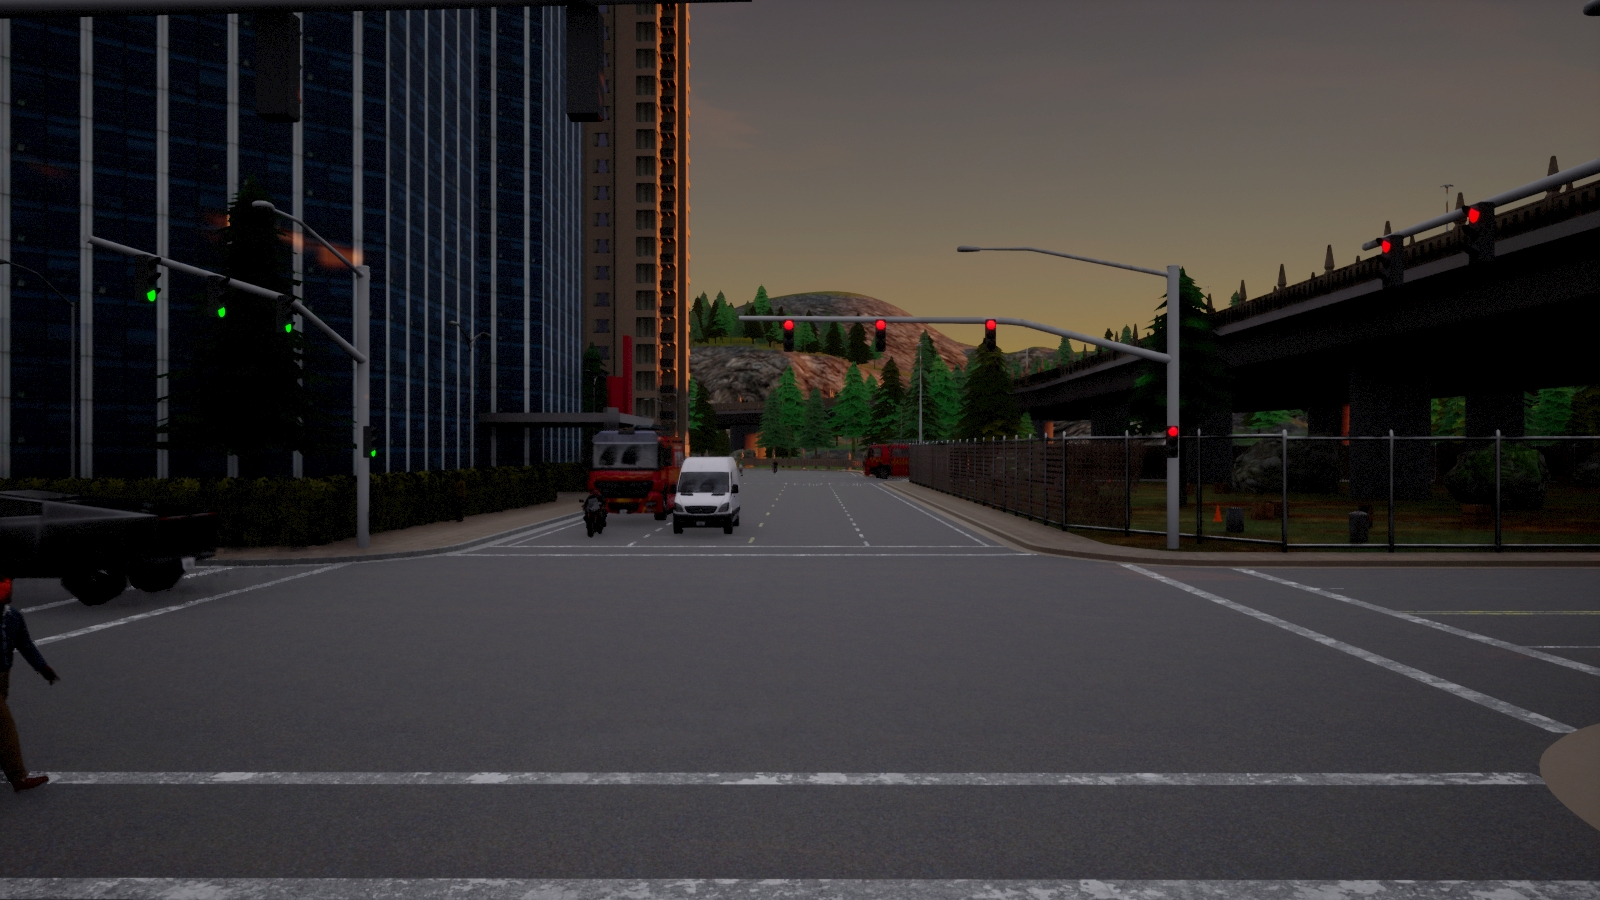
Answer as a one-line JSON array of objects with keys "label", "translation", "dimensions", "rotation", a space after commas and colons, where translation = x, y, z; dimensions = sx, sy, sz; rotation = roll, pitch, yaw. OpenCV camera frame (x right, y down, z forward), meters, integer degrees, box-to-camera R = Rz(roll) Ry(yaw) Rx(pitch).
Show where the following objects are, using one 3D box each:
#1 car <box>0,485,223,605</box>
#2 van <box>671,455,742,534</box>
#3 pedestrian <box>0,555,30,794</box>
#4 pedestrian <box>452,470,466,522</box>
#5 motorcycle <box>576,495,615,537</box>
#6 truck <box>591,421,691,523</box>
[{"label": "car", "translation": [-14.823, 1.755, 21.938], "dimensions": [6.274, 2.098, 2.390], "rotation": [0, 0, 0]}, {"label": "van", "translation": [-3.226, 1.479, 40.346], "dimensions": [1.988, 2.561, 5.915], "rotation": [0, 0, 0]}, {"label": "pedestrian", "translation": [-6.514, 1.794, 9.188], "dimensions": [0.375, 1.860, 0.375], "rotation": [0, 0, 7]}, {"label": "pedestrian", "translation": [-12.244, 1.642, 41.002], "dimensions": [0.375, 1.860, 0.375], "rotation": [0, 0, 8]}, {"label": "motorcycle", "translation": [-6.735, 2.150, 37.693], "dimensions": [0.867, 1.251, 2.209], "rotation": [0, 0, 0]}, {"label": "truck", "translation": [-6.422, 0.835, 47.423], "dimensions": [2.891, 3.827, 8.468], "rotation": [0, 0, 0]}]
